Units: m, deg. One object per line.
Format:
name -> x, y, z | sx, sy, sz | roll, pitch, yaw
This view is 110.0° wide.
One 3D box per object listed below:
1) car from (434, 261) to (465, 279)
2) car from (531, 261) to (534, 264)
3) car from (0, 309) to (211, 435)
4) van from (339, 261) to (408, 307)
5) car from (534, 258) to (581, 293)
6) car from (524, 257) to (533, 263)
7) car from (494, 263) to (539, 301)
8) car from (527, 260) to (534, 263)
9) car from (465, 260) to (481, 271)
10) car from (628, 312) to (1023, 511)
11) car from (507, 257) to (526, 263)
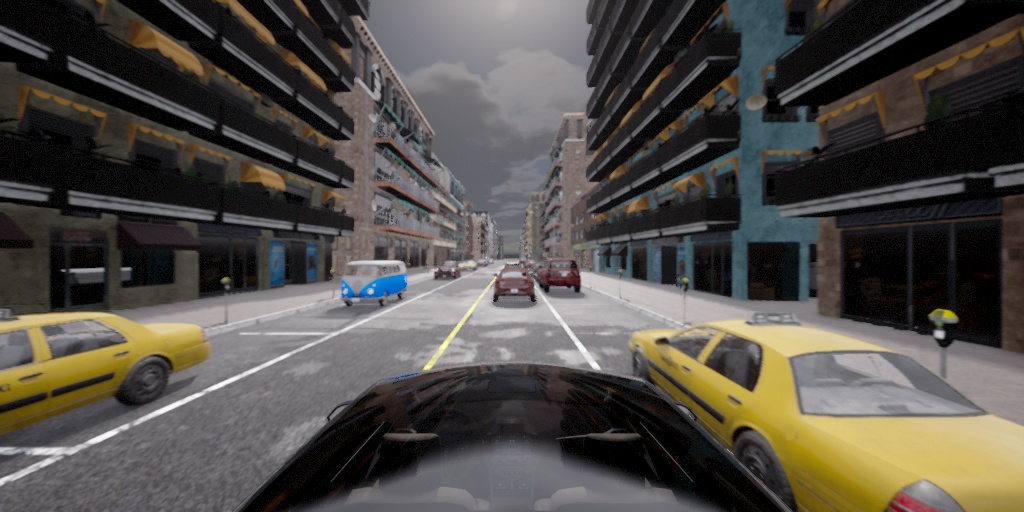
car -> -5.687, 1.175, 32.133 | 1.967, 1.591, 4.097 | 0, 0, 0
car -> 2.693, 1.286, 26.447 | 2.007, 1.370, 4.403 | 0, 0, 0
car -> -5.690, 1.273, 3.656 | 1.751, 1.417, 4.829 | 0, 0, 0
van -> -5.689, 1.078, 15.149 | 1.690, 1.789, 3.998 | 0, 0, 0
car -> 2.693, 1.050, 20.785 | 2.192, 1.841, 5.009 | 0, 0, 0
car -> 2.696, 1.183, 49.093 | 1.967, 1.591, 4.097 | 0, 0, 0
car -> 0.101, 1.262, 17.156 | 1.812, 1.442, 4.674 | 0, 0, 0
car -> 2.694, 1.286, 32.109 | 2.007, 1.370, 4.403 | 0, 0, 0
car -> -5.684, 1.269, 48.949 | 1.751, 1.417, 4.829 | 0, 0, 0
car -> 2.690, 1.272, 3.971 | 1.751, 1.417, 4.829 | 0, 0, 0
car -> 0.106, 1.229, 40.080 | 2.128, 1.511, 4.902 | 0, 0, 0
